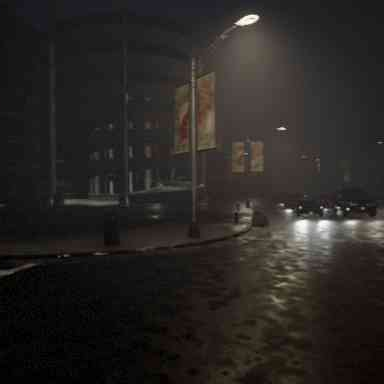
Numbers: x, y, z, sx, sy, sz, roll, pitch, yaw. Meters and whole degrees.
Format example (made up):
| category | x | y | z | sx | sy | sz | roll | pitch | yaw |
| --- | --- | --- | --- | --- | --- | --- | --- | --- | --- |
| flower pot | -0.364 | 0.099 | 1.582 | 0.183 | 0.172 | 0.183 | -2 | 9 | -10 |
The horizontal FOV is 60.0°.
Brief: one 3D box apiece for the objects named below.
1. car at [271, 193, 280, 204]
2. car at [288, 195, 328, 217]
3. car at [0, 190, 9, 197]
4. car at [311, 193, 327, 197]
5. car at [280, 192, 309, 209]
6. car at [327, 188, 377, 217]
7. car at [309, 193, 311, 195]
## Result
| category | x | y | z | sx | sy | sz | roll | pitch | yaw |
| --- | --- | --- | --- | --- | --- | --- | --- | --- | --- |
| car | 12.169 | 0.782 | 45.173 | 2.033 | 1.411 | 5.357 | 0 | 1 | 1 |
| car | 8.865 | 1.150 | 25.759 | 1.895 | 1.301 | 4.718 | 0 | 1 | 11 |
| car | -36.829 | 0.341 | 61.618 | 5.566 | 2.045 | 2.435 | 0 | 1 | 11 |
| car | 14.321 | 0.891 | 35.568 | 1.812 | 1.442 | 4.674 | 0 | 1 | 11 |
| car | 10.599 | 0.907 | 34.734 | 1.837 | 1.490 | 4.892 | 0 | 1 | 11 |
| car | 12.469 | 0.743 | 25.980 | 2.150 | 2.045 | 5.566 | 0 | 1 | 11 |
| car | 15.665 | 0.748 | 45.935 | 2.033 | 1.411 | 5.357 | 0 | 1 | 1 |
